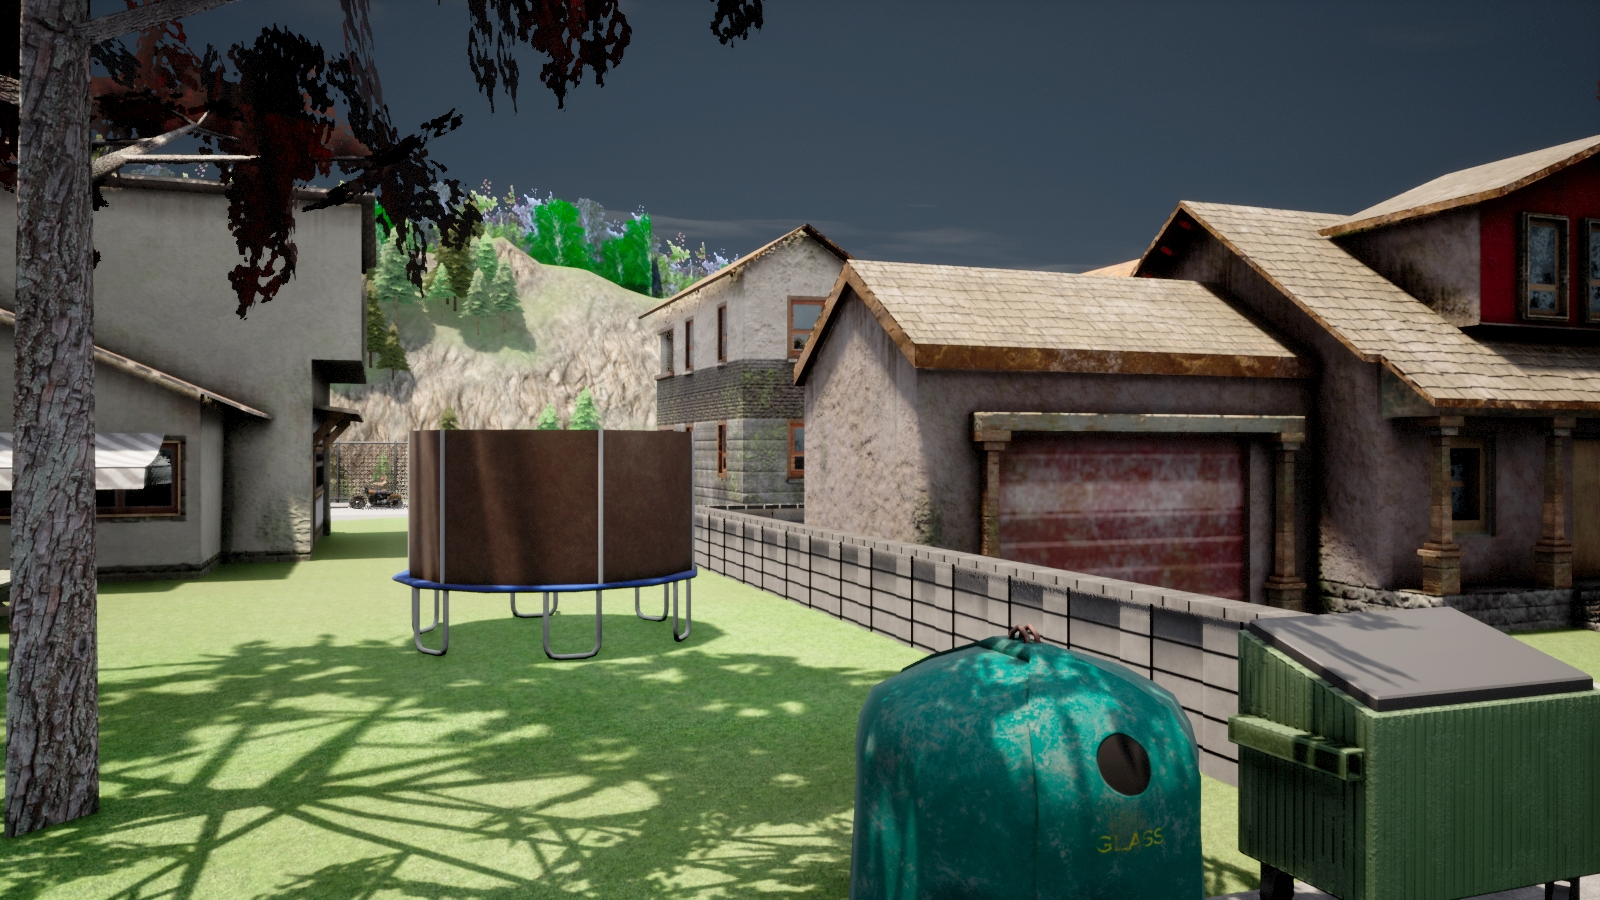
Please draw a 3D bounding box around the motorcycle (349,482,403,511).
[{"bbox_3d":[-19.866,2.155,53.557,2.356,1.307,0.764,0,0,-20],"label":"motorcycle"}]
